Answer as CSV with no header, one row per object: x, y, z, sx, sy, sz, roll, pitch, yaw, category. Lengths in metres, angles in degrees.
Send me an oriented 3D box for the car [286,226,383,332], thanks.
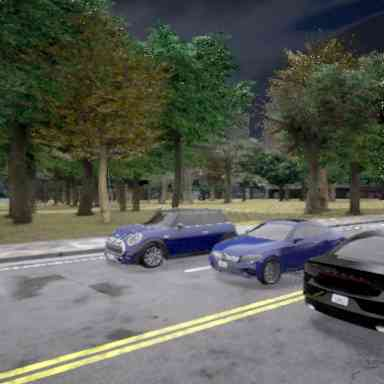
4.258,1.479,6.476,5.008,1.535,1.882,0,0,-35,car

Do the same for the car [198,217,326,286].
2.655,1.528,9.569,4.674,1.442,1.812,0,0,-35,car

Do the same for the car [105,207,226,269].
-0.575,1.353,11.258,4.553,1.767,2.097,0,0,-35,car
